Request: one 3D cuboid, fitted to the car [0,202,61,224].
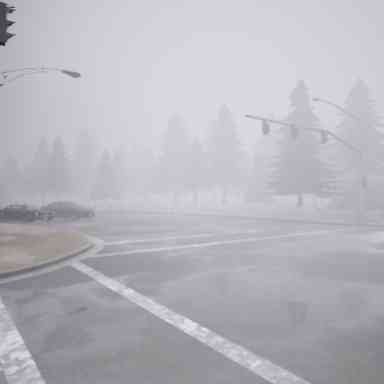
[{"bbox_3d":[-12.503,1.617,24.985,4.718,1.301,1.895,0,0,26],"label":"car"}]

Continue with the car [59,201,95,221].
[{"bbox_3d":[-10.306,1.510,27.675,5.008,1.535,1.882,0,0,27],"label":"car"}]
